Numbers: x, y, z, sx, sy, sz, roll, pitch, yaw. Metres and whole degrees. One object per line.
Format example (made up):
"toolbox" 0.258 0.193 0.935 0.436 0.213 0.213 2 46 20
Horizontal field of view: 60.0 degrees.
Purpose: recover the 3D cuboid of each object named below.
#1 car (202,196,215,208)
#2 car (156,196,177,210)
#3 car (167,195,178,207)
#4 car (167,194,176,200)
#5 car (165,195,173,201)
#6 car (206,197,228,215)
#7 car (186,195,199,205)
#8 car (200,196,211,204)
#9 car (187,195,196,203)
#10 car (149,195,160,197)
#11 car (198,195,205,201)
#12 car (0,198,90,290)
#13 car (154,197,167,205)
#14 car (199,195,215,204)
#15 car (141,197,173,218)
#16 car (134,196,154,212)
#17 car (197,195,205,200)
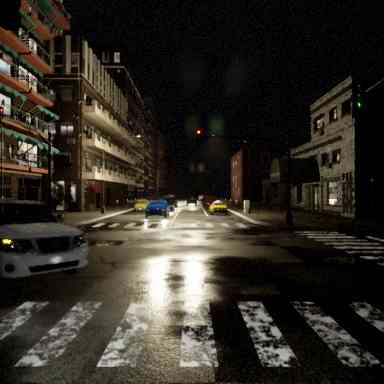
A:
"car" 2.651 1.609 44.930 1.802 1.307 4.206 0 0 0
"car" -3.119 1.548 39.990 1.812 1.442 4.674 0 0 0
"car" -3.122 1.538 50.059 1.837 1.490 4.892 0 0 0
"car" -5.777 1.430 94.775 2.192 1.841 5.009 0 0 0
"car" -5.767 1.530 83.696 1.967 1.590 4.097 0 0 0
"car" 2.661 1.543 34.022 1.752 1.417 4.829 0 0 0
"car" -0.056 1.595 60.238 2.033 1.411 5.357 0 0 0
"car" 2.630 1.609 67.087 2.008 1.369 4.403 0 0 0
"car" -0.066 1.432 70.658 1.882 1.535 5.008 0 0 0
"car" -5.734 1.349 50.461 2.192 1.841 5.009 0 0 0
"car" 2.608 1.628 89.414 1.752 1.417 4.829 0 0 0
"car" -5.156 1.195 9.349 5.566 2.045 2.150 0 -2 41
"car" -5.746 1.600 61.539 2.008 1.369 4.403 0 0 0
"car" 2.646 1.349 50.470 2.192 1.841 5.009 0 0 0
"car" -3.128 1.492 30.712 1.882 1.535 5.008 0 0 0
"car" -5.725 1.547 39.212 1.752 1.417 4.829 0 0 0
"car" 2.603 1.666 94.783 2.008 1.369 4.403 0 0 0
